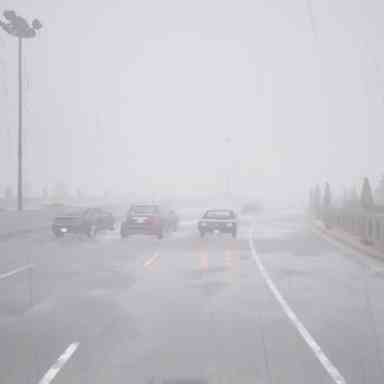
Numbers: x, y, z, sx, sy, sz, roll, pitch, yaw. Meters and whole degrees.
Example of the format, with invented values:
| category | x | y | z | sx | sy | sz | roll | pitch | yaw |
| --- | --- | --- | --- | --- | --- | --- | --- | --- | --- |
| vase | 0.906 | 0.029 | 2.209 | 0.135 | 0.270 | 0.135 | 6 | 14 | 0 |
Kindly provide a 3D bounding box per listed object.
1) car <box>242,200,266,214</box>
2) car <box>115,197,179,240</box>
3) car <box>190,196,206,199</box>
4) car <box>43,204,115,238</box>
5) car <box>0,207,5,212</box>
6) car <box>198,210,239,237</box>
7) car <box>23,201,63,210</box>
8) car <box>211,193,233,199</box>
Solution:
| category | x | y | z | sx | sy | sz | roll | pitch | yaw |
| --- | --- | --- | --- | --- | --- | --- | --- | --- | --- |
| car | 6.545 | 1.526 | 35.245 | 1.812 | 1.442 | 4.674 | 0 | 0 | 21 |
| car | -2.047 | 1.352 | 17.398 | 2.097 | 1.767 | 4.553 | 0 | 0 | 9 |
| car | 0.865 | 1.492 | 61.787 | 2.128 | 1.511 | 4.902 | 0 | 0 | 34 |
| car | -5.539 | 1.505 | 17.788 | 1.837 | 1.490 | 4.892 | 0 | 0 | 9 |
| car | -15.380 | 1.505 | 23.237 | 1.837 | 1.490 | 4.892 | 0 | 0 | 12 |
| car | 1.581 | 1.601 | 18.168 | 1.895 | 1.301 | 4.718 | 0 | 0 | 10 |
| car | -11.297 | 1.478 | 25.687 | 1.882 | 1.535 | 5.008 | 0 | 0 | 14 |
| car | 5.654 | 1.231 | 62.546 | 2.150 | 2.045 | 5.566 | 0 | 0 | 37 |
